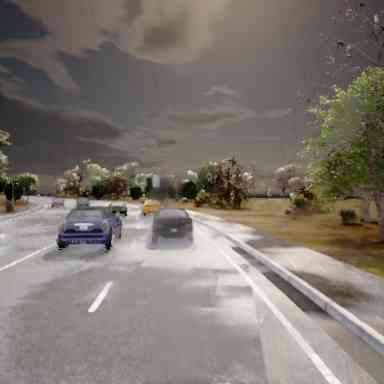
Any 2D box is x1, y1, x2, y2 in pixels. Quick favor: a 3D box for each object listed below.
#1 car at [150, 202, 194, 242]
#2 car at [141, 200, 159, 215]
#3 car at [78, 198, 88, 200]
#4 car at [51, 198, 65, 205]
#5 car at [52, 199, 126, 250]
[{"bbox_3d":[-1.069,1.522,16.915,1.882,1.535,5.008,0,0,-7],"label":"car"},{"bbox_3d":[-4.316,1.572,35.001,1.882,1.535,5.008,0,0,-13],"label":"car"},{"bbox_3d":[-16.365,1.646,49.973,1.837,1.490,4.892,0,0,-20],"label":"car"},{"bbox_3d":[-20.547,1.671,51.166,1.812,1.442,4.674,0,0,-21],"label":"car"},{"bbox_3d":[-4.360,1.397,14.855,2.097,1.767,4.553,0,0,-6],"label":"car"}]
